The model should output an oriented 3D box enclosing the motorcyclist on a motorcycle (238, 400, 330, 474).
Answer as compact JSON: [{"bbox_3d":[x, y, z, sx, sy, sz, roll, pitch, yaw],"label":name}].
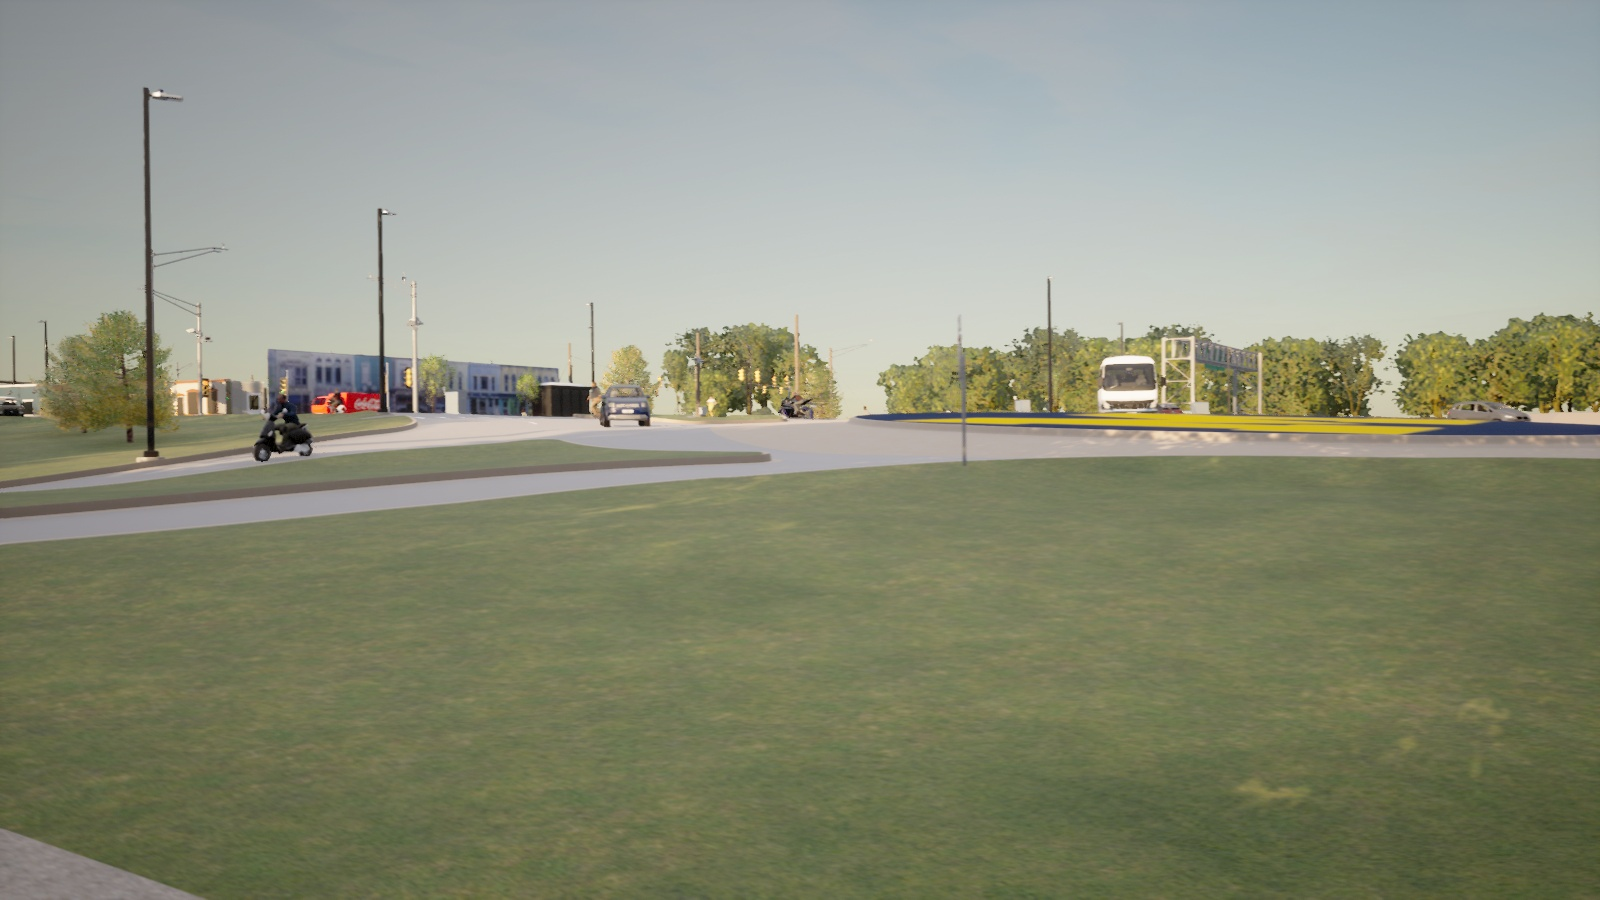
[{"bbox_3d":[-12.400,-0.334,30.217,0.866,1.590,1.817,-2,5,24],"label":"motorcyclist on a motorcycle"}]

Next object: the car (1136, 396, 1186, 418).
[{"bbox_3d":[26.903,-3.206,93.688,2.007,1.525,4.514,-2,1,-5],"label":"car"}]

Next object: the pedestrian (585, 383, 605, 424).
[{"bbox_3d":[-9.499,-2.160,58.144,0.694,1.848,0.540,-2,0,-31],"label":"pedestrian"}]

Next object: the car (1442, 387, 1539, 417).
[{"bbox_3d":[40.023,-2.775,72.898,2.242,1.667,4.611,-1,2,-20],"label":"car"}]

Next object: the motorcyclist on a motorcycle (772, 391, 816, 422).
[{"bbox_3d":[-0.322,-2.258,65.682,2.191,1.530,0.866,0,-1,35],"label":"motorcyclist on a motorcycle"}]

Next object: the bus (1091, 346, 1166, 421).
[{"bbox_3d":[20.364,-4.034,78.486,3.944,4.253,10.273,-2,1,12],"label":"bus"}]

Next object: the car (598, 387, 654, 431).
[{"bbox_3d":[-6.468,-1.505,46.369,1.789,1.549,3.705,-2,2,-11],"label":"car"}]
